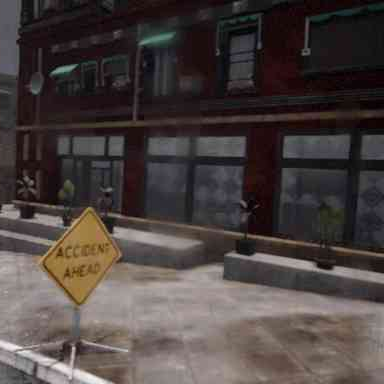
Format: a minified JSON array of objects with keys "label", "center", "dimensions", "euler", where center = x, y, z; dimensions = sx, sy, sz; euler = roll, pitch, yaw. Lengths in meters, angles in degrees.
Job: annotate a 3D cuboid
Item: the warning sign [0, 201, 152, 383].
[{"label":"warning sign","center":[-1.425,1.116,4.253],"dimensions":[1.060,1.860,1.300],"euler":[5,-2,31]}]
